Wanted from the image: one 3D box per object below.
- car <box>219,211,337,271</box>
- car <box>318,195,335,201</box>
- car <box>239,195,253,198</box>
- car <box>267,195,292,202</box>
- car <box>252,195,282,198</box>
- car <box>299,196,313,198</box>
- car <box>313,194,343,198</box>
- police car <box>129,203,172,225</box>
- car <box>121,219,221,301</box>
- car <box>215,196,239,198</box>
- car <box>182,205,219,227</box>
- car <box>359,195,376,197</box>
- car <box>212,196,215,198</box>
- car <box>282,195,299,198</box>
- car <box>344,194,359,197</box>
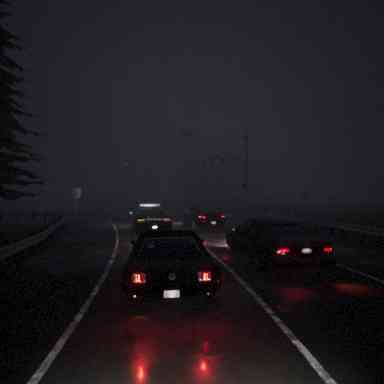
[{"bbox_3d":[2.560,1.545,10.948,2.033,1.411,5.357,0,0,-8],"label":"car"},{"bbox_3d":[34.361,1.482,84.936,4.892,1.490,1.837,0,0,-35],"label":"car"},{"bbox_3d":[12.512,1.338,67.381,4.553,1.767,2.097,0,0,-20],"label":"car"},{"bbox_3d":[20.515,1.523,77.854,5.357,1.411,2.033,0,0,-21],"label":"car"},{"bbox_3d":[14.554,1.550,64.444,4.181,1.385,1.994,0,0,-20],"label":"car"},{"bbox_3d":[26.375,1.509,72.634,4.674,1.442,1.812,0,0,-21],"label":"car"},{"bbox_3d":[28.538,1.485,69.748,4.892,1.490,1.837,0,0,-23],"label":"car"},{"bbox_3d":[-2.277,1.421,17.821,1.930,1.638,5.238,0,0,-13],"label":"police car"},{"bbox_3d":[-0.606,1.599,8.357,1.895,1.301,4.718,0,0,-6],"label":"car"},{"bbox_3d":[8.095,1.510,69.434,4.902,1.511,2.128,0,0,-21],"label":"car"},{"bbox_3d":[0.666,1.521,20.513,1.812,1.442,4.674,0,0,-13],"label":"car"},{"bbox_3d":[41.394,1.508,77.077,4.674,1.442,1.812,0,0,-35],"label":"car"},{"bbox_3d":[5.360,1.537,72.144,4.181,1.385,1.994,0,0,-21],"label":"car"},{"bbox_3d":[23.189,1.508,75.145,4.674,1.442,1.812,0,0,-21],"label":"car"},{"bbox_3d":[39.529,1.523,80.046,5.357,1.411,2.033,0,0,-35],"label":"car"}]
